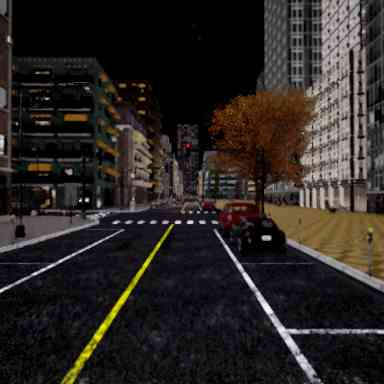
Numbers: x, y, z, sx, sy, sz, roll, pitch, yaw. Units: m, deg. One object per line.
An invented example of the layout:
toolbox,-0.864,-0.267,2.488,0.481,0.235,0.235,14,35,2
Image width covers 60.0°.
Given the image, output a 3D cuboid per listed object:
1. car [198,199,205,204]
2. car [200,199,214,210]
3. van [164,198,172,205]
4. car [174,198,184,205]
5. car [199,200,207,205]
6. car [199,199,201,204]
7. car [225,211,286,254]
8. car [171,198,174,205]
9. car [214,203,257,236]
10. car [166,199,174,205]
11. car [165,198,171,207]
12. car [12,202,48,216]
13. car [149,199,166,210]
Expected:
car,2.687,2.555,90.877,1.752,1.417,4.829,0,-1,0
car,2.689,2.113,51.980,1.887,1.381,4.507,0,-1,0
van,-5.692,2.236,79.644,1.690,1.788,3.998,0,-1,0
car,-3.003,2.249,79.585,2.097,1.767,4.553,0,-1,0
car,2.688,2.477,79.641,1.802,1.307,4.206,0,-1,0
car,2.688,2.224,63.215,1.752,1.417,4.829,0,-1,0
car,2.692,1.717,14.071,1.947,1.339,4.313,0,-1,0
car,-5.692,2.269,74.111,1.967,1.590,4.097,0,-1,0
car,2.692,1.525,19.597,2.192,1.841,5.009,0,-1,0
car,-5.693,2.543,85.173,1.802,1.307,4.206,0,-1,0
car,-5.692,2.248,63.045,2.008,1.369,4.403,0,-1,0
car,-16.427,1.692,32.577,4.403,1.369,2.008,1,-1,-1
car,-5.691,2.119,51.980,2.008,1.369,4.403,0,-1,0
